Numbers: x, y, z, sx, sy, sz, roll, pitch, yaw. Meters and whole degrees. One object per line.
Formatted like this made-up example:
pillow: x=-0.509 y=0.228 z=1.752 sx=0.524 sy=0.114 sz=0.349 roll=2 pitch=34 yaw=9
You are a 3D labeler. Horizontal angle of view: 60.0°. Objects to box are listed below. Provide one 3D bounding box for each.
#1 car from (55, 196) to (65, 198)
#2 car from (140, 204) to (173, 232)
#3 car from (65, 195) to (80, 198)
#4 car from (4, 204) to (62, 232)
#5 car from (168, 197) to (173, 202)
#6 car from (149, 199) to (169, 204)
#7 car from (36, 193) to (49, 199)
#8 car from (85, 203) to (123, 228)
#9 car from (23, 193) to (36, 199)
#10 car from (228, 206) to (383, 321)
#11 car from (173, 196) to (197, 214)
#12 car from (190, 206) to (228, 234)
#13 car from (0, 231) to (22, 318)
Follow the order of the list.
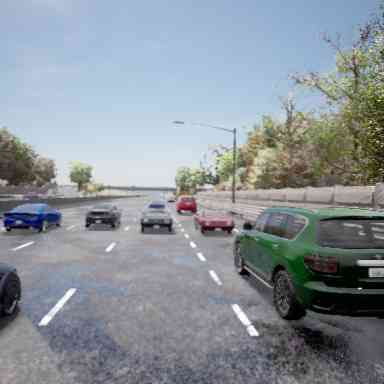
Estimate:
car: x=-28.643 y=1.471 z=72.122 sx=1.895 sy=1.301 sz=4.718 roll=1 pitch=-1 yaw=-6
car: x=-2.247 y=1.713 z=21.259 sx=1.895 sy=1.301 sz=4.718 roll=1 pitch=0 yaw=-6
car: x=-25.079 y=1.484 z=71.678 sx=2.128 sy=1.511 sz=4.902 roll=1 pitch=-1 yaw=-6
car: x=-9.093 y=1.415 z=19.457 sx=1.882 sy=1.535 sz=5.008 roll=1 pitch=0 yaw=-6
car: x=-5.422 y=2.205 z=85.811 sx=1.895 sy=1.301 sz=4.718 roll=1 pitch=-1 yaw=-6
car: x=-3.993 y=1.683 z=38.386 sx=1.882 sy=1.535 sz=5.008 roll=1 pitch=0 yaw=-6
car: x=-32.387 y=1.120 z=74.414 sx=2.128 sy=1.511 sz=4.902 roll=1 pitch=-1 yaw=-6
car: x=-5.883 y=1.541 z=22.453 sx=1.837 sy=1.490 sz=4.892 roll=1 pitch=0 yaw=-6
car: x=-35.867 y=0.866 z=74.091 sx=2.097 sy=1.767 sz=4.553 roll=1 pitch=-1 yaw=-6
car: x=2.562 y=1.336 z=7.727 sx=2.150 sy=2.045 sz=5.566 roll=1 pitch=0 yaw=-6
car: x=-0.673 y=1.514 z=39.408 sx=2.150 sy=2.045 sz=5.566 roll=1 pitch=0 yaw=-6
car: x=1.233 y=1.789 z=20.647 sx=1.895 sy=1.301 sz=4.718 roll=1 pitch=0 yaw=-6
car: x=-4.062 y=1.505 z=4.603 sx=1.994 sy=1.385 sz=4.181 roll=1 pitch=0 yaw=-6
